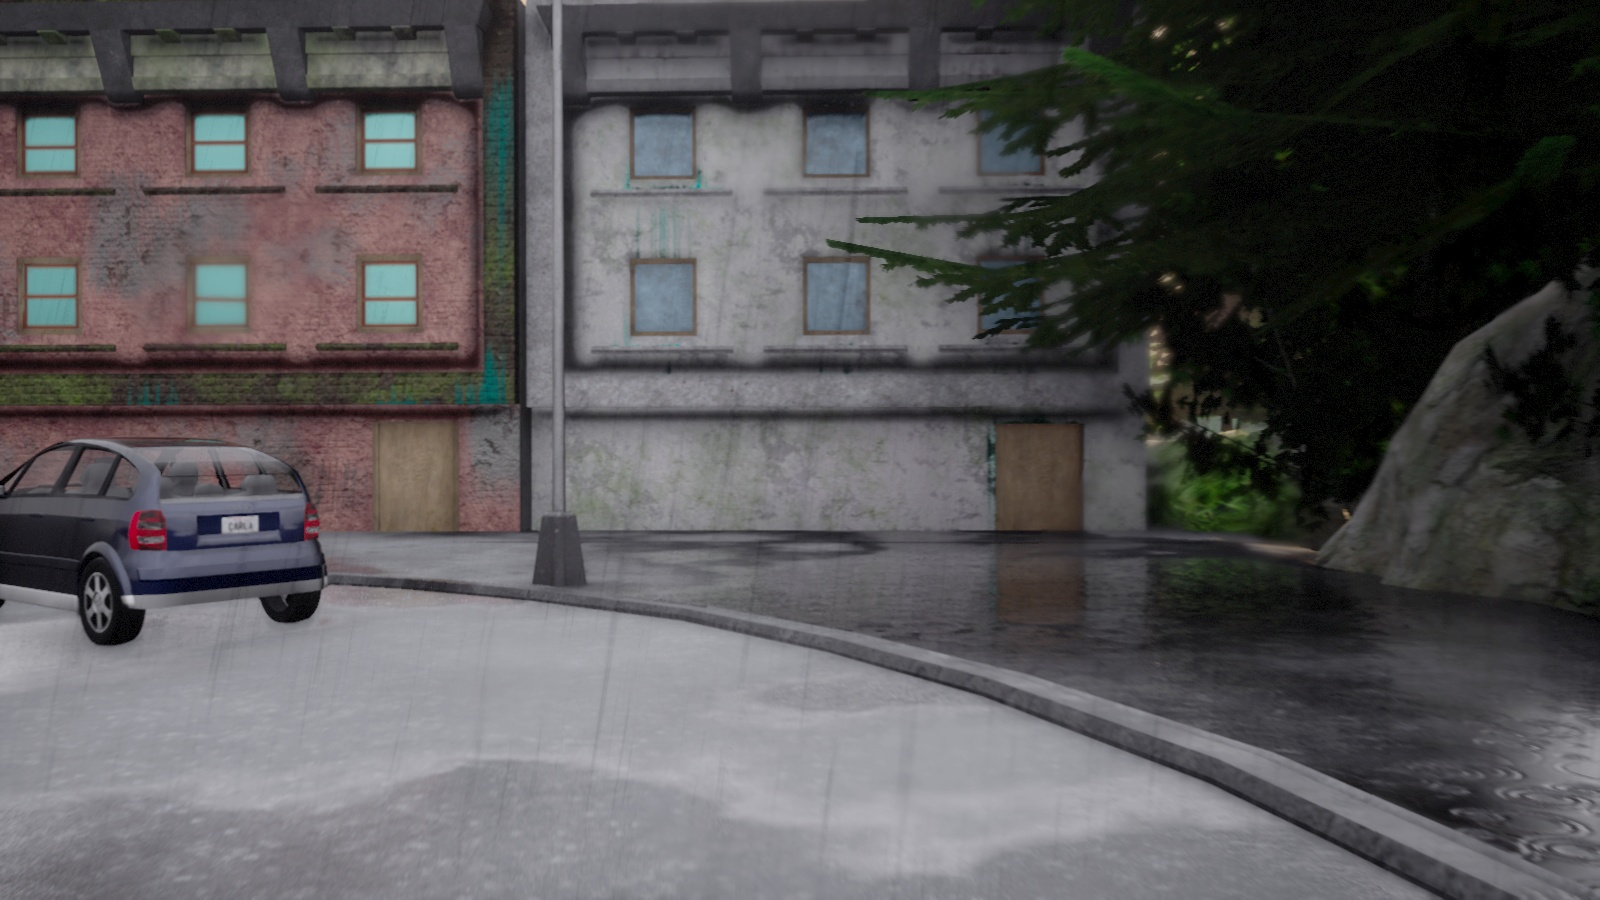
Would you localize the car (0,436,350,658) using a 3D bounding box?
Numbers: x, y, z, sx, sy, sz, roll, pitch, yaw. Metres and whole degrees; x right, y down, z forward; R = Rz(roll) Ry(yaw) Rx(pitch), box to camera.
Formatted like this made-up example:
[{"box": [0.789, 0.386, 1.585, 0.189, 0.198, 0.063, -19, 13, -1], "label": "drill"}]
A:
[{"box": [-5.668, 0.667, 10.584, 3.705, 1.549, 1.789, 0, 0, 37], "label": "car"}]
